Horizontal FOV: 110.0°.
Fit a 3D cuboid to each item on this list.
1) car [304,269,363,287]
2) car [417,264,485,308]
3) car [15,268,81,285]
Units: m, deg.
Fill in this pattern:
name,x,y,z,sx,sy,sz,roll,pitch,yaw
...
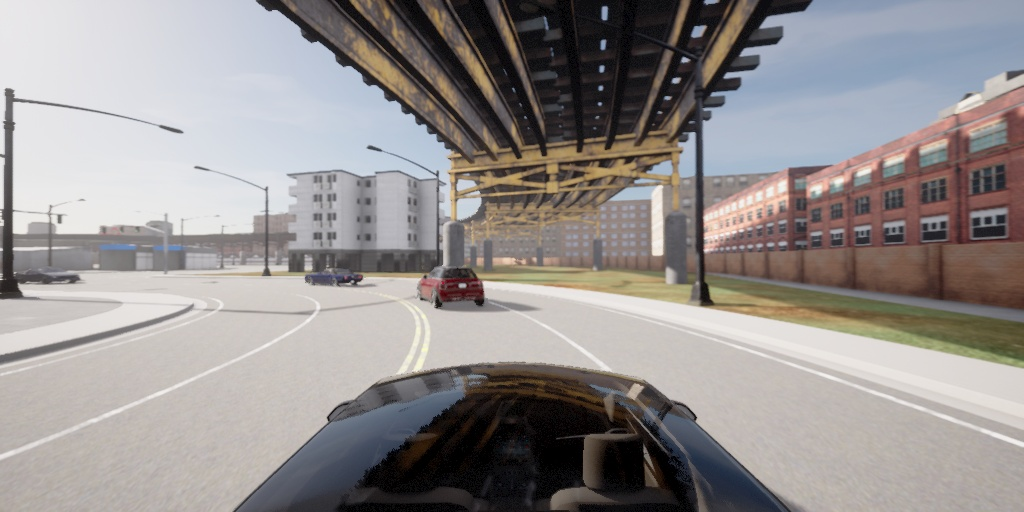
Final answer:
name,x,y,z,sx,sy,sz,roll,pitch,yaw
car,-13.884,1.645,27.822,4.718,1.301,1.895,0,-1,28
car,-2.908,1.247,16.368,2.097,1.767,4.553,0,-1,-26
car,-40.805,1.724,31.469,5.357,1.411,2.033,0,-1,14
